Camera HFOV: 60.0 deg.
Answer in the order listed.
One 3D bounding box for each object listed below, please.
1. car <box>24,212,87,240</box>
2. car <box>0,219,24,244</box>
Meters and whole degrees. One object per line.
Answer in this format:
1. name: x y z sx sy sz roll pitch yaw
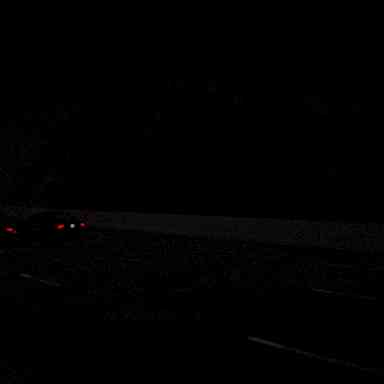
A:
1. car: -8.062 1.814 18.755 5.357 1.411 2.033 -1 -1 40
2. car: -10.427 1.766 16.102 5.357 1.411 2.033 -1 -1 41
